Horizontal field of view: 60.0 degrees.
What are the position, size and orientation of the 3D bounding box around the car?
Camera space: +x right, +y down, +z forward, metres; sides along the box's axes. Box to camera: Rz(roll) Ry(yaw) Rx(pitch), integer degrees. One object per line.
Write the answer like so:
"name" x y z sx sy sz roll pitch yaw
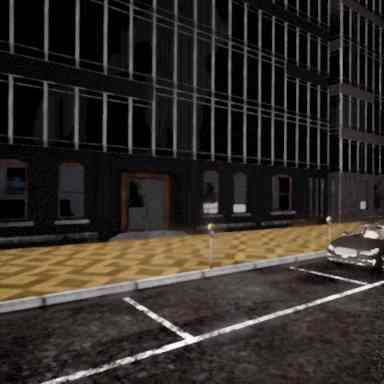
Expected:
"car" 6.266 1.666 11.028 4.403 1.369 2.008 1 0 -35
